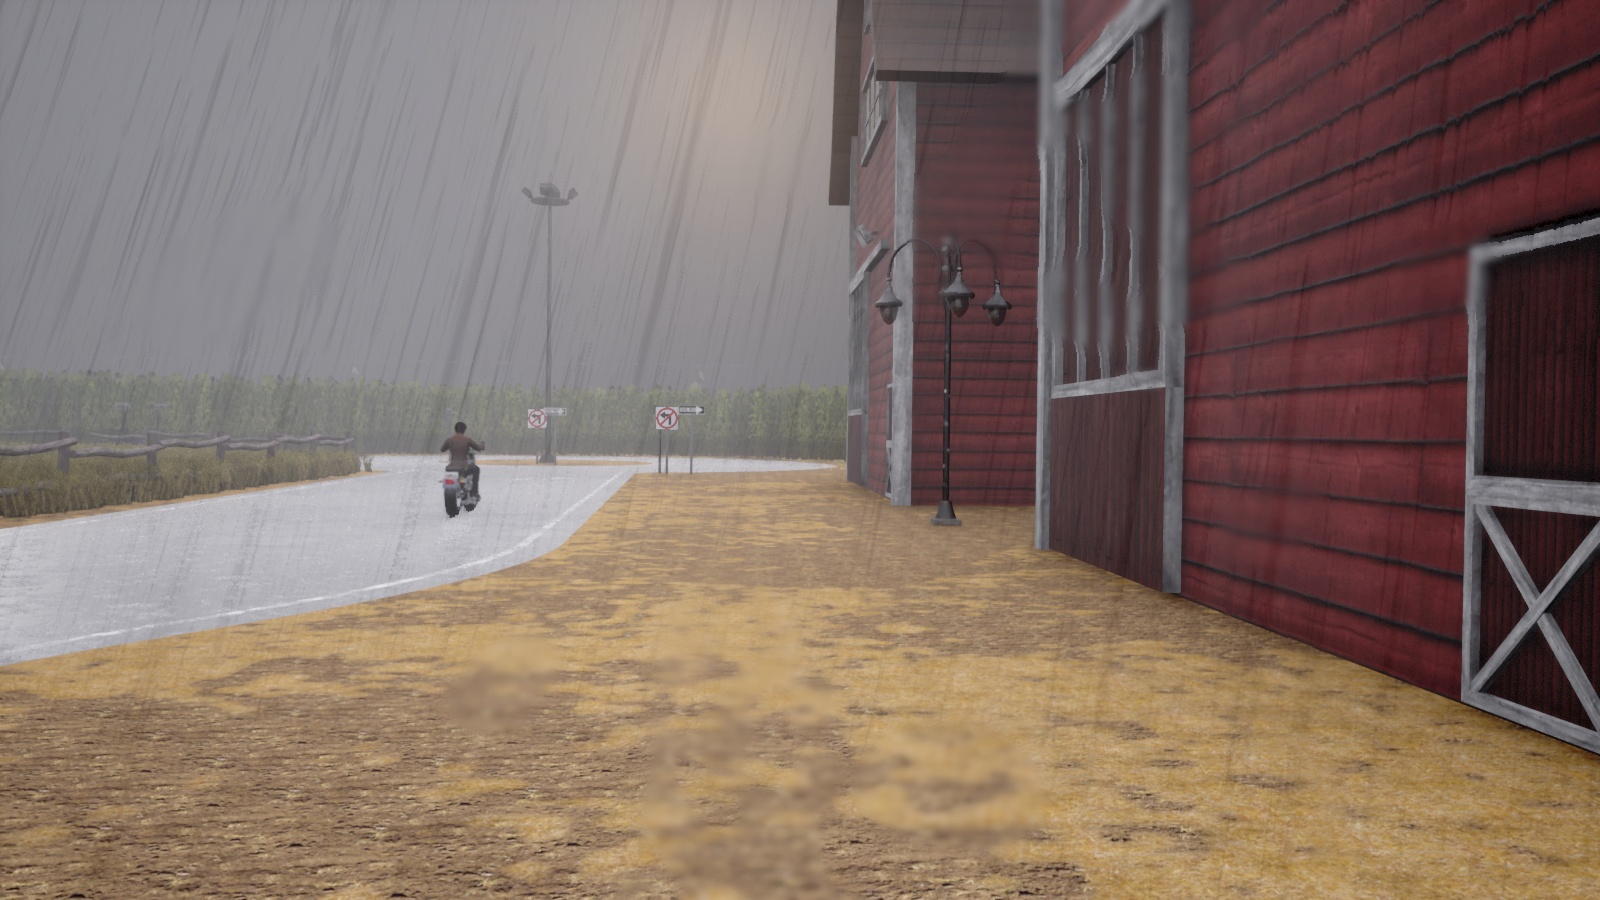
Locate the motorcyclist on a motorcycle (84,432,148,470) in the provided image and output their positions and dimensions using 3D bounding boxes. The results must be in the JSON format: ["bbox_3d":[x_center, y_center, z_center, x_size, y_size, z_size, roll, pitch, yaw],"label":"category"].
[{"bbox_3d":[-29.948,0.043,55.026,2.350,1.649,0.766,0,1,-3],"label":"motorcyclist on a motorcycle"}]

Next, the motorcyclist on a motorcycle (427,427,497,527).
[{"bbox_3d":[-5.881,0.426,21.965,0.766,1.649,2.350,-1,1,-5],"label":"motorcyclist on a motorcycle"}]
